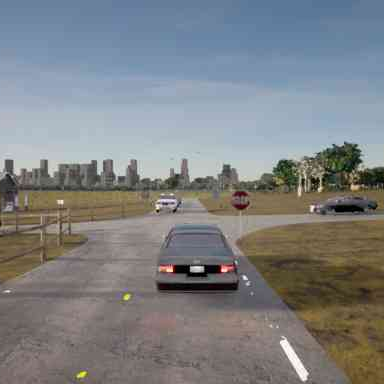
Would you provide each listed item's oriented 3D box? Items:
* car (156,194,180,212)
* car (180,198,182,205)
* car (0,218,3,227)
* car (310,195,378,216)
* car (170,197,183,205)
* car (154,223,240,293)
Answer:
[{"bbox_3d":[-2.865,1.230,38.363,2.150,2.045,5.566,0,0,0],"label":"car"},{"bbox_3d":[-2.865,1.543,48.917,1.812,1.442,4.674,0,0,0],"label":"car"},{"bbox_3d":[-15.576,2.029,22.591,5.008,1.535,1.882,-2,0,0],"label":"car"},{"bbox_3d":[11.561,0.990,25.464,4.902,1.511,2.128,-2,0,-3],"label":"car"},{"bbox_3d":[-2.848,1.590,61.032,2.033,1.411,5.357,0,0,0],"label":"car"},{"bbox_3d":[0.094,1.549,8.976,2.033,1.411,5.357,0,0,0],"label":"car"}]
